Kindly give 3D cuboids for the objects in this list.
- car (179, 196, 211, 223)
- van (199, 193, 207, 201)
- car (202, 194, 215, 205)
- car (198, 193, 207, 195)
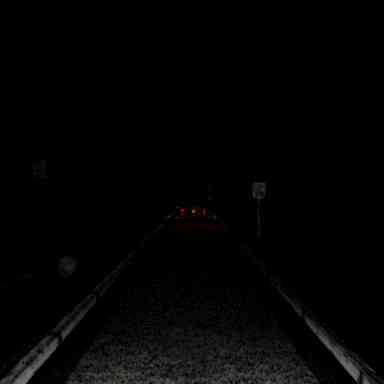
[{"bbox_3d":[0.101,1.396,25.821,2.097,1.767,4.553,0,0,0],"label":"car"},{"bbox_3d":[3.003,1.364,92.539,1.878,1.987,4.442,0,0,0],"label":"van"},{"bbox_3d":[3.000,1.573,53.763,2.231,1.521,4.892,0,0,0],"label":"car"},{"bbox_3d":[3.003,1.324,81.409,2.435,2.045,5.566,0,0,0],"label":"car"}]
